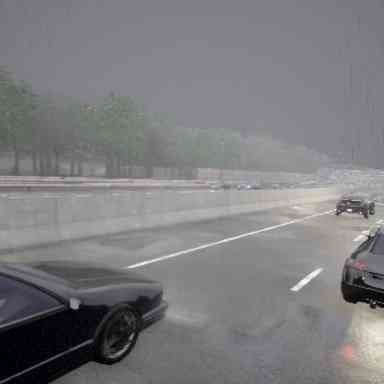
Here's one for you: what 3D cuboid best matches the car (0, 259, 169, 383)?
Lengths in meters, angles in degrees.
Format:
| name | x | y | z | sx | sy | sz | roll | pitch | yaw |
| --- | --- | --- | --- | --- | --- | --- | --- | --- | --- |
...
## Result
| name | x | y | z | sx | sy | sz | roll | pitch | yaw |
| --- | --- | --- | --- | --- | --- | --- | --- | --- | --- |
| car | -2.491 | 1.259 | 2.959 | 2.033 | 1.411 | 5.357 | 5 | 4 | 35 |

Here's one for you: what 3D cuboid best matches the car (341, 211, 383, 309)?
| name | x | y | z | sx | sy | sz | roll | pitch | yaw |
| --- | --- | --- | --- | --- | --- | --- | --- | --- | --- |
| car | 4.466 | 1.386 | 6.831 | 1.994 | 1.385 | 4.181 | 5 | 4 | 35 |

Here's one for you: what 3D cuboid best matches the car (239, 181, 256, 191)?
| name | x | y | z | sx | sy | sz | roll | pitch | yaw |
| --- | --- | --- | --- | --- | --- | --- | --- | --- | --- |
| car | 8.589 | -0.843 | 49.361 | 2.097 | 1.767 | 4.553 | 5 | 4 | 36 |

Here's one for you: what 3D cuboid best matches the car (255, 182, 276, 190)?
| name | x | y | z | sx | sy | sz | roll | pitch | yaw |
| --- | --- | --- | --- | --- | --- | --- | --- | --- | --- |
| car | 11.163 | -0.358 | 46.991 | 1.895 | 1.301 | 4.718 | 5 | 4 | 36 |

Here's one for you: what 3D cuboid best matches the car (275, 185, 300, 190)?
| name | x | y | z | sx | sy | sz | roll | pitch | yaw |
| --- | --- | --- | --- | --- | --- | --- | --- | --- | --- |
| car | 12.954 | -0.097 | 43.486 | 1.895 | 1.301 | 4.718 | 5 | 4 | 35 |

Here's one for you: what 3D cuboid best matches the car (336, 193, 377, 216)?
| name | x | y | z | sx | sy | sz | roll | pitch | yaw |
| --- | --- | --- | --- | --- | --- | --- | --- | --- | --- |
| car | 11.016 | 0.824 | 22.254 | 1.837 | 1.490 | 4.892 | 5 | 4 | 35 |

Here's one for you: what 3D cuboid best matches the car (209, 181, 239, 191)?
| name | x | y | z | sx | sy | sz | roll | pitch | yaw |
| --- | --- | --- | --- | --- | --- | --- | --- | --- | --- |
| car | 4.434 | -0.899 | 49.561 | 2.128 | 1.511 | 4.902 | 5 | 4 | 35 |
